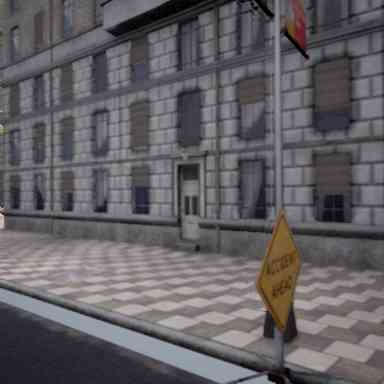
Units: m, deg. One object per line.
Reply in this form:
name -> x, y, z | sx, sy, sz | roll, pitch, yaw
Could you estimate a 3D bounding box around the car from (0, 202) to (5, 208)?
car -> -34.674, 2.132, 57.367 | 1.994, 1.385, 4.181 | -1, 0, 27
